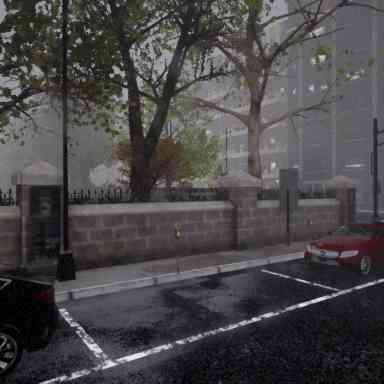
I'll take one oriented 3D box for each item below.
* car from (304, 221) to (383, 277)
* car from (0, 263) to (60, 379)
[{"bbox_3d":[5.243,1.581,10.201,4.206,1.307,1.802,0,0,-35],"label":"car"},{"bbox_3d":[-3.830,1.566,3.858,4.313,1.339,1.947,0,0,-35],"label":"car"}]
